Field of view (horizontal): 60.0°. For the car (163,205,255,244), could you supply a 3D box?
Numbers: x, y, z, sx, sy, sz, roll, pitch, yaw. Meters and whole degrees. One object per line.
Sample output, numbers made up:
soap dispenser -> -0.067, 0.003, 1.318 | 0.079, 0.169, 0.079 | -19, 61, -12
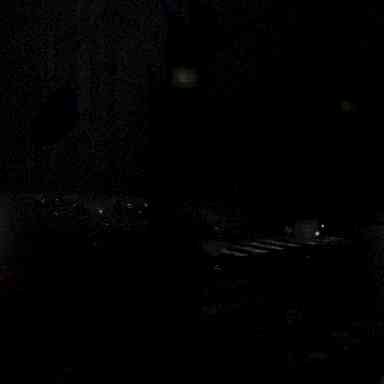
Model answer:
car -> 0.468, 1.450, 16.232 | 1.882, 1.535, 5.008 | -1, 1, -36

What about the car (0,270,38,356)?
car -> -4.186, 1.545, 3.665 | 4.507, 1.381, 1.887 | 0, -1, -36

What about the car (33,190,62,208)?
car -> -18.859, 1.057, 43.178 | 2.097, 1.767, 4.553 | -1, 1, -35

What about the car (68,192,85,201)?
car -> -22.913, 0.880, 65.778 | 1.882, 1.535, 5.008 | -1, 1, -36

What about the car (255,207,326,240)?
car -> 4.033, 1.481, 17.204 | 2.033, 1.411, 5.357 | -1, 1, -39

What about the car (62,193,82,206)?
car -> -16.182, 1.137, 45.025 | 1.882, 1.535, 5.008 | -1, 1, -35

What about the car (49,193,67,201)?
car -> -26.123, 0.988, 64.677 | 2.033, 1.411, 5.357 | -1, 1, -36

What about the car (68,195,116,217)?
car -> -8.916, 1.334, 29.280 | 2.128, 1.511, 4.902 | -1, 1, -36

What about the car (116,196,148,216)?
car -> -5.812, 1.153, 30.527 | 2.097, 1.767, 4.553 | -1, 1, -36
